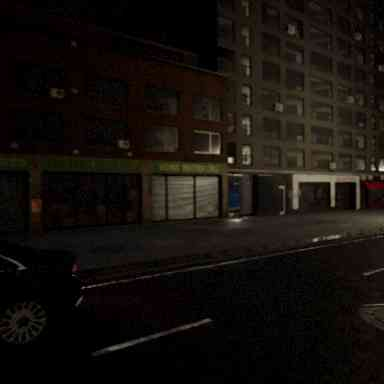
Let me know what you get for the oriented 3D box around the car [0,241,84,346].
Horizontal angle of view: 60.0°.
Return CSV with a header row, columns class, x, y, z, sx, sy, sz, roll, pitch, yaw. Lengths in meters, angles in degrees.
class,x,y,z,sx,sy,sz,roll,pitch,yaw
car,-4.103,1.498,4.747,4.902,1.511,2.128,0,0,-35
